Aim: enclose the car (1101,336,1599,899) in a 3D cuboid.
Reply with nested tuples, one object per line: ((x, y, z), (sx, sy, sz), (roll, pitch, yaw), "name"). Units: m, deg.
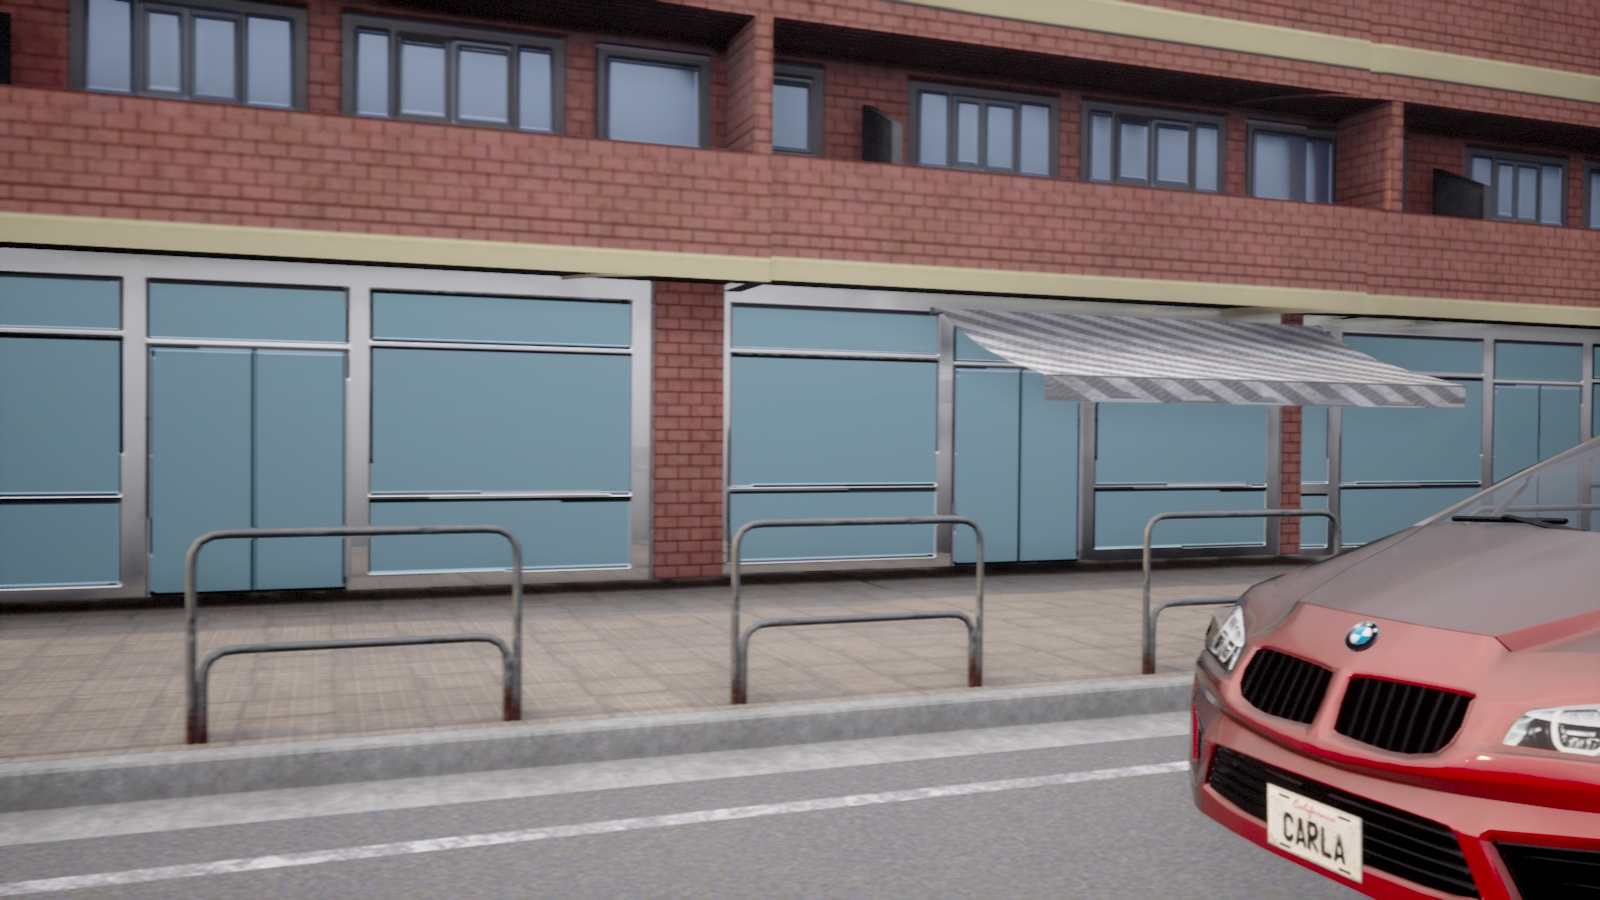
((3.729, 0.516, 4.654), (4.611, 1.667, 2.242), (-1, 1, -21), "car")
